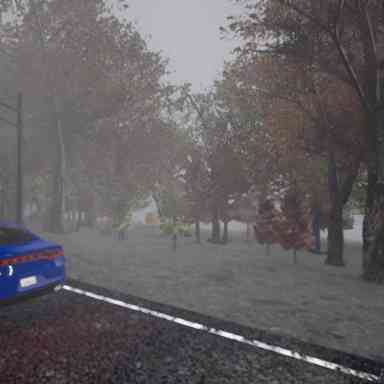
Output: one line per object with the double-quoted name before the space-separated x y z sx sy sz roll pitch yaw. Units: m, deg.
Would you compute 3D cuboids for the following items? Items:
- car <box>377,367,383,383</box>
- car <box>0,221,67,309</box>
"car" 3.711 1.430 1.311 5.357 1.411 2.033 -3 -2 35
"car" -4.685 1.351 6.937 5.008 1.535 1.882 -1 2 36
